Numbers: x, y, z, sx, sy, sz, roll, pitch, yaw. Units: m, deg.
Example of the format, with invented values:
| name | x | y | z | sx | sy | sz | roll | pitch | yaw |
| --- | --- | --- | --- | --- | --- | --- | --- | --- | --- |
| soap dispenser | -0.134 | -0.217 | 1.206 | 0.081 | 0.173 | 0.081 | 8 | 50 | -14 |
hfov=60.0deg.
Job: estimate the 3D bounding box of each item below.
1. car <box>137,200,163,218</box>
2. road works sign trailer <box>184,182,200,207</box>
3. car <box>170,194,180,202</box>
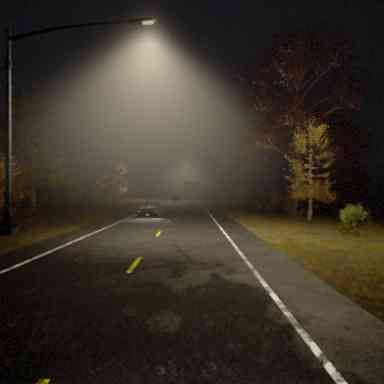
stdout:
| name | x | y | z | sx | sy | sz | roll | pitch | yaw |
| --- | --- | --- | --- | --- | --- | --- | --- | --- | --- |
| car | -3.602 | 1.457 | 29.474 | 2.033 | 1.411 | 5.357 | 0 | 0 | 0 |
| road works sign trailer | -0.005 | 0.319 | 48.760 | 2.380 | 3.560 | 2.880 | 0 | 0 | 0 |
| car | -3.506 | 1.278 | 70.717 | 1.837 | 1.490 | 4.892 | 0 | 0 | 0 |
